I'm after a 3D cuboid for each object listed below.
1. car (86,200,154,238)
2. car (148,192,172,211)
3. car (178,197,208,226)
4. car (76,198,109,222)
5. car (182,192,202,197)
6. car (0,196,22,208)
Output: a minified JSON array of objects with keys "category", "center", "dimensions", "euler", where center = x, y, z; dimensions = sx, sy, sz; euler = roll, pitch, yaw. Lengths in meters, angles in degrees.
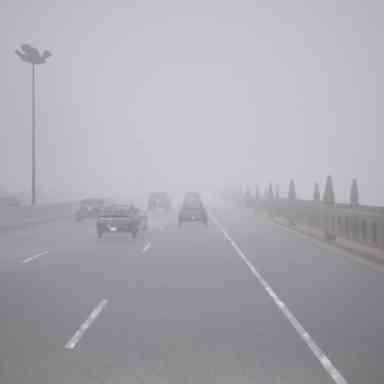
[{"category":"car","center":[-3.431,1.383,16.944],"dimensions":[2.128,1.511,4.902],"euler":[0,0,0]},{"category":"car","center":[-3.468,0.991,36.077],"dimensions":[2.150,2.045,5.566],"euler":[0,0,0]},{"category":"car","center":[0.059,1.349,22.370],"dimensions":[2.128,1.511,4.902],"euler":[0,0,0]},{"category":"car","center":[-6.946,1.195,24.743],"dimensions":[2.097,1.767,4.553],"euler":[0,0,0]},{"category":"car","center":[0.023,0.965,40.398],"dimensions":[2.150,2.045,5.566],"euler":[0,1,0]},{"category":"car","center":[-17.592,1.160,30.398],"dimensions":[2.097,1.767,4.553],"euler":[0,0,0]}]
